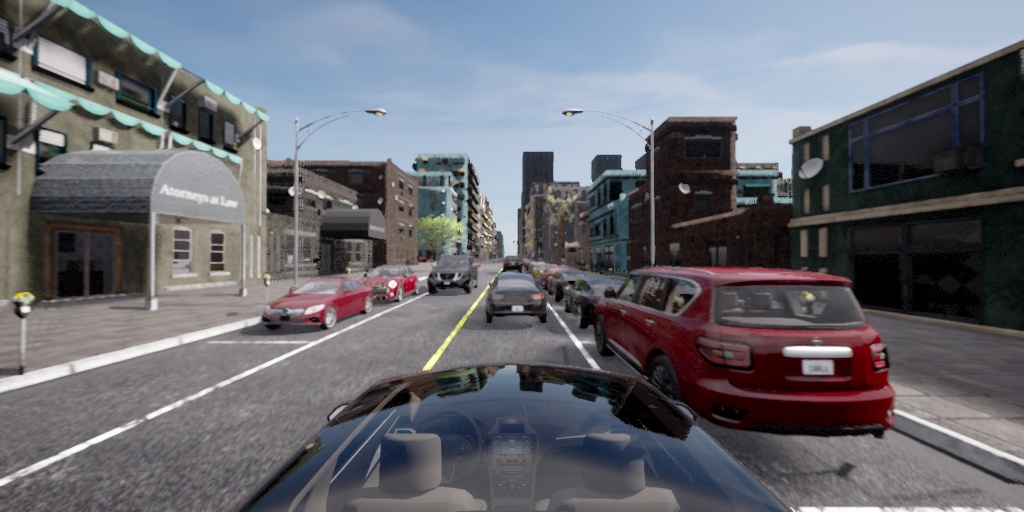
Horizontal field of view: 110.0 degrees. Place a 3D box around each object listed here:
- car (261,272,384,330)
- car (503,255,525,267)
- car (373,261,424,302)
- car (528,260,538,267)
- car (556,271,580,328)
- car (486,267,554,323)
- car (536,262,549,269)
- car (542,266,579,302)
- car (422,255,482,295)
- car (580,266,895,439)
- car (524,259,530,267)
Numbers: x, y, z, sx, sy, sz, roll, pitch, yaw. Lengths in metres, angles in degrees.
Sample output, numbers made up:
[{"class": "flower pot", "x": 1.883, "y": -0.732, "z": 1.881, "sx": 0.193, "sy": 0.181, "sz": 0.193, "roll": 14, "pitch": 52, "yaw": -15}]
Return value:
[{"class": "car", "x": -5.692, "y": 1.327, "z": 11.083, "sx": 1.802, "sy": 1.307, "sz": 4.207, "roll": 0, "pitch": 0, "yaw": 0}, {"class": "car", "x": 0.087, "y": 0.953, "z": 41.646, "sx": 2.150, "sy": 2.045, "sz": 5.566, "roll": 0, "pitch": 0, "yaw": 0}, {"class": "car", "x": -5.693, "y": 1.181, "z": 16.617, "sx": 1.967, "sy": 1.591, "sz": 4.097, "roll": 0, "pitch": 0, "yaw": 0}, {"class": "car", "x": 2.742, "y": 1.260, "z": 33.081, "sx": 1.751, "sy": 1.417, "sz": 4.829, "roll": 0, "pitch": 0, "yaw": 0}, {"class": "car", "x": 2.689, "y": 1.311, "z": 11.084, "sx": 1.948, "sy": 1.339, "sz": 4.313, "roll": 0, "pitch": 0, "yaw": 0}, {"class": "car", "x": 0.092, "y": 1.270, "z": 12.055, "sx": 1.812, "sy": 1.442, "sz": 4.674, "roll": 0, "pitch": 0, "yaw": -2}, {"class": "car", "x": 2.693, "y": 1.284, "z": 21.844, "sx": 1.888, "sy": 1.381, "sz": 4.507, "roll": 0, "pitch": 0, "yaw": 0}, {"class": "car", "x": 2.687, "y": 1.308, "z": 16.618, "sx": 1.948, "sy": 1.339, "sz": 4.313, "roll": 0, "pitch": 0, "yaw": 0}, {"class": "car", "x": -3.115, "y": 0.961, "z": 20.072, "sx": 2.150, "sy": 2.045, "sz": 5.566, "roll": 0, "pitch": 0, "yaw": 0}, {"class": "car", "x": 2.691, "y": 1.063, "z": 5.552, "sx": 2.192, "sy": 1.841, "sz": 5.009, "roll": 0, "pitch": 0, "yaw": 0}, {"class": "car", "x": 2.780, "y": 1.282, "z": 41.302, "sx": 2.007, "sy": 1.370, "sz": 4.403, "roll": 0, "pitch": 0, "yaw": 0}]
